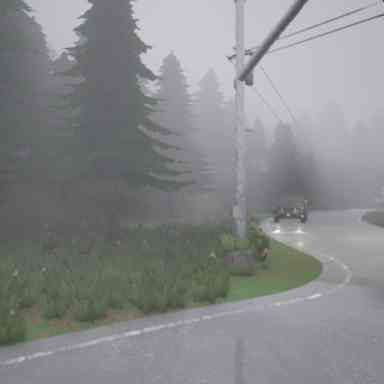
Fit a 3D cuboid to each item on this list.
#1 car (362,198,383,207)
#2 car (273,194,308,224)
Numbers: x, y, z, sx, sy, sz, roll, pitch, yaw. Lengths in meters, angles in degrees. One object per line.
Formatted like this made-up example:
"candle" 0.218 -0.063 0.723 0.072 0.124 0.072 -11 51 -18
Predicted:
"car" 23.566 1.453 41.983 4.674 1.442 1.812 0 0 -29
"car" 7.544 1.202 25.320 2.150 2.045 5.566 0 0 21
